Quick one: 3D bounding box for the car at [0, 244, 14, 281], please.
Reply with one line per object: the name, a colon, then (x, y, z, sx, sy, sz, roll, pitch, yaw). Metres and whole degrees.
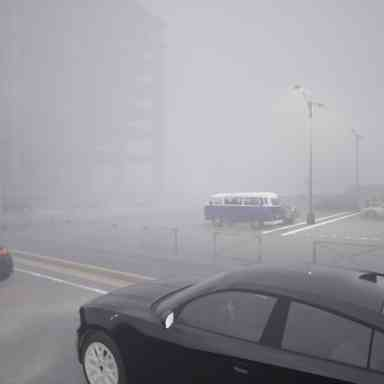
car: (-6.455, 1.562, 8.588, 4.181, 1.385, 1.994, 0, 0, 36)

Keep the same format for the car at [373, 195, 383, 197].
car: (17.953, 1.153, 29.282, 4.605, 1.855, 1.932, 0, 0, 36)

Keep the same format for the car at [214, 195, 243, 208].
car: (6.254, 1.540, 56.292, 1.895, 1.301, 4.718, 0, 0, 35)

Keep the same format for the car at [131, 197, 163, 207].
car: (-6.741, 1.485, 50.415, 2.033, 1.411, 5.357, 0, 0, 36)

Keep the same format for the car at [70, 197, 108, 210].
car: (-12.906, 1.416, 41.759, 1.882, 1.535, 5.008, 0, 0, 35)

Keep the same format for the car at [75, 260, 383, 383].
car: (0.865, 1.477, 3.378, 5.008, 1.535, 1.882, 0, 0, 36)

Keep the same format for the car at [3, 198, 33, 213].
car: (-18.750, 1.416, 33.555, 1.882, 1.535, 5.008, 0, 0, 36)

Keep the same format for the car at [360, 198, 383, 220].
car: (14.728, 1.395, 24.730, 3.806, 1.475, 1.970, 0, 0, 36)
